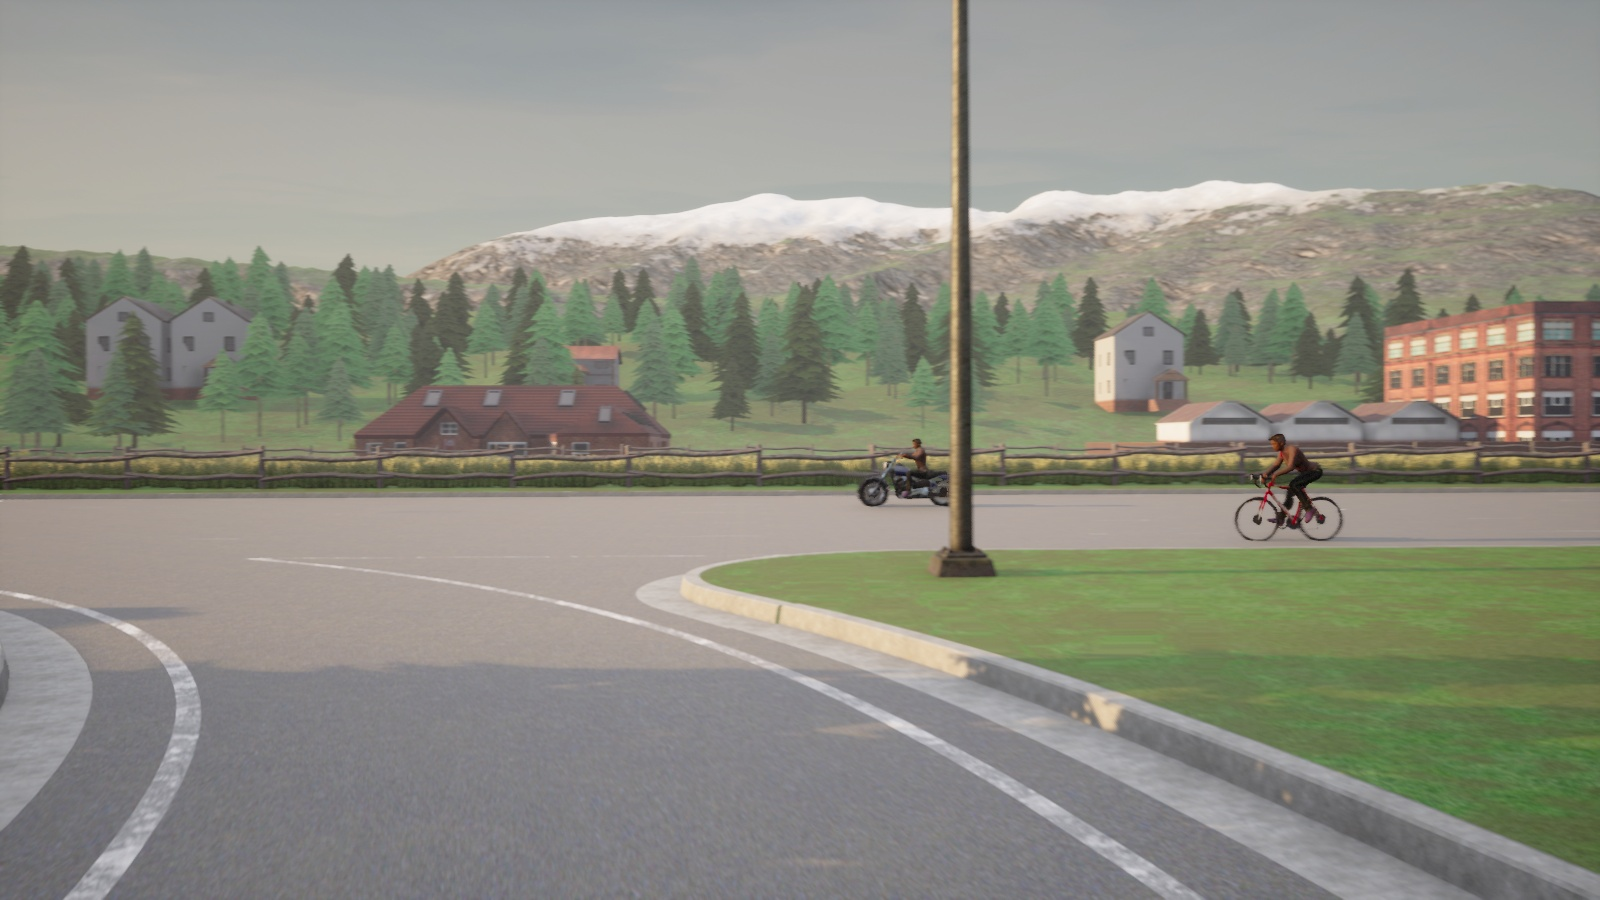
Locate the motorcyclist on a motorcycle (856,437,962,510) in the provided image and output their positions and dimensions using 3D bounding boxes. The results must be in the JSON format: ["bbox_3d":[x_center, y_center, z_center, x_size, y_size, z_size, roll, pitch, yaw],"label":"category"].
[{"bbox_3d":[2.512,0.530,28.997,2.350,1.649,0.766,0,0,-2],"label":"motorcyclist on a motorcycle"}]

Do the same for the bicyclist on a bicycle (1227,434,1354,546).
[{"bbox_3d":[7.288,0.586,18.681,1.656,1.620,0.582,0,0,-2],"label":"bicyclist on a bicycle"}]
